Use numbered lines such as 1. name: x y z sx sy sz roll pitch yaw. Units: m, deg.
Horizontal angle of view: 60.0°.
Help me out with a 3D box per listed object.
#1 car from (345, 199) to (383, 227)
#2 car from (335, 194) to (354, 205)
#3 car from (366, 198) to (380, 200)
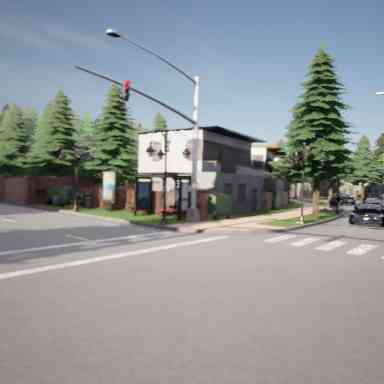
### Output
1. car: 11.486 1.397 21.392 1.994 1.385 4.181 3 2 35
2. car: 21.811 1.066 47.404 2.128 1.511 4.902 2 1 9
3. car: 17.162 1.307 31.582 1.812 1.442 4.674 2 1 23
